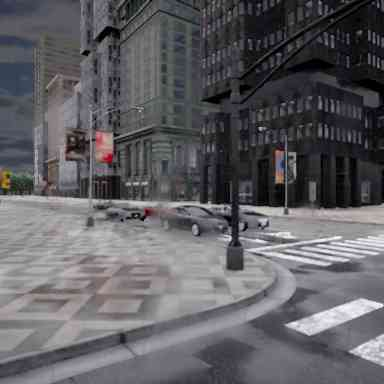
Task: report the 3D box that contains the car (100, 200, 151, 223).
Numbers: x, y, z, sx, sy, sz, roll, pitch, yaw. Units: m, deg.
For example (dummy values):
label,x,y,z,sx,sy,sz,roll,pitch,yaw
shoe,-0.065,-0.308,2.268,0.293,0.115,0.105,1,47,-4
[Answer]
label,x,y,z,sx,sy,sz,roll,pitch,yaw
car,-5.279,1.587,26.146,1.994,1.385,4.181,0,0,-36

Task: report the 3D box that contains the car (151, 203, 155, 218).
label,x,y,z,sx,sy,sz,roll,pitch,yaw
car,-2.759,1.628,28.210,1.895,1.301,4.718,0,0,-35

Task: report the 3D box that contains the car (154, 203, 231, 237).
label,x,y,z,sx,sy,sz,roll,pitch,yaw
car,0.039,1.532,18.670,1.837,1.490,4.892,0,0,-35

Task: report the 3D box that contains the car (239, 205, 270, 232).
label,x,y,z,sx,sy,sz,roll,pitch,yaw
car,2.614,1.522,20.659,2.128,1.511,4.902,0,0,-35

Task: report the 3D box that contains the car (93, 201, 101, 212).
label,x,y,z,sx,sy,sz,roll,pitch,yaw
car,-9.536,1.627,37.758,1.895,1.301,4.718,0,0,-35
